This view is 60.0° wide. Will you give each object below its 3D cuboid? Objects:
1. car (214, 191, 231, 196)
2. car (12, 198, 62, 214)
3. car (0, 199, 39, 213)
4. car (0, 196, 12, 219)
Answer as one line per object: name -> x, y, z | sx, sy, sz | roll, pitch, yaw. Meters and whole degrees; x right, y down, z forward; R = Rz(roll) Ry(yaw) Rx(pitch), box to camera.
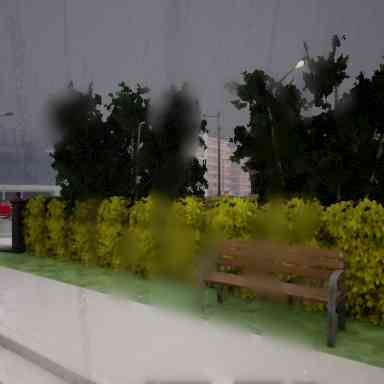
car -> 6.132, 0.572, 68.099 | 2.097, 1.767, 4.553 | 0, 1, 35
car -> -16.604, 1.480, 35.837 | 1.812, 1.442, 4.674 | 0, 0, 35
car -> -19.742, 1.520, 37.456 | 1.994, 1.385, 4.181 | 0, 0, 35
car -> -15.346, 1.213, 25.084 | 2.150, 2.045, 5.566 | 0, 0, 35
